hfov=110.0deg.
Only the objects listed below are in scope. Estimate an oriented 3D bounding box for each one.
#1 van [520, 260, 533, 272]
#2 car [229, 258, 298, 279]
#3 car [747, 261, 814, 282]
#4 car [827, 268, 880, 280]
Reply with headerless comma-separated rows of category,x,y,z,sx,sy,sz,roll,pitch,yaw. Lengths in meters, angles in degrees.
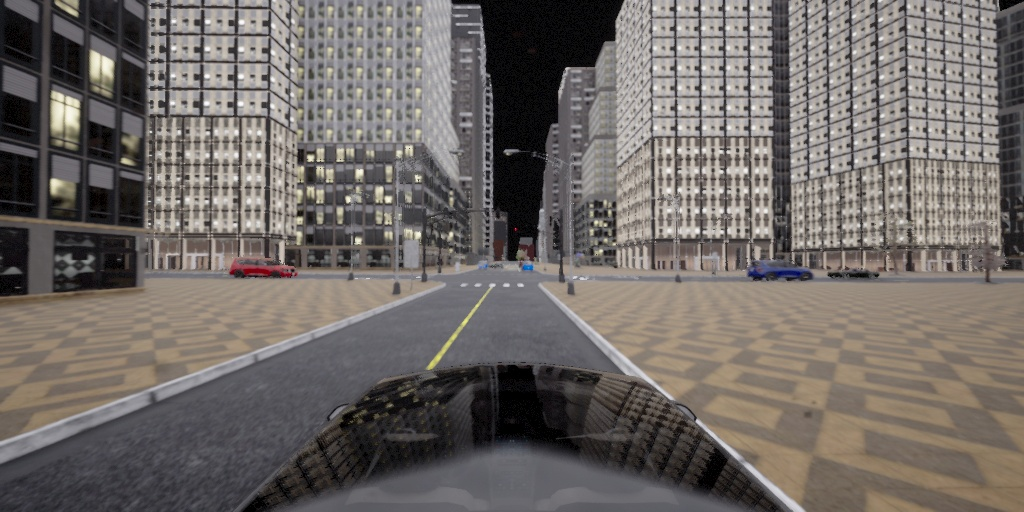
van,2.690,1.737,59.951,1.690,1.789,3.998,0,0,0
car,-23.178,1.238,33.520,5.566,2.045,2.150,2,-1,-1
car,25.720,1.475,34.537,5.566,2.045,2.150,0,-1,-1
car,39.310,2.071,41.434,4.718,1.301,1.895,0,-1,-1
